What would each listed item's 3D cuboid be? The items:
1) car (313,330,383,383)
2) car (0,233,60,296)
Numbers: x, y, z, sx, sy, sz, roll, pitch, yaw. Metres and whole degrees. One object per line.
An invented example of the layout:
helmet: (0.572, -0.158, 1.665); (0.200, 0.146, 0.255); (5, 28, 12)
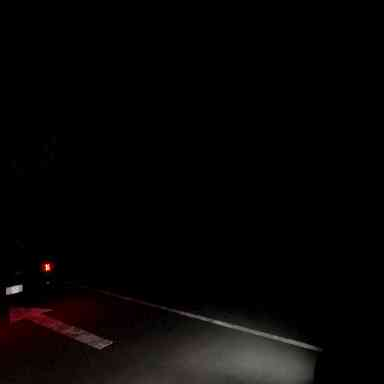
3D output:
car: (3.061, 1.526, 1.733); (4.674, 1.442, 1.812); (0, 0, 36)
car: (-5.231, 1.601, 7.732); (4.718, 1.301, 1.895); (0, 0, 36)
